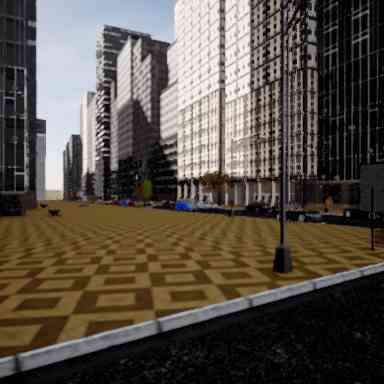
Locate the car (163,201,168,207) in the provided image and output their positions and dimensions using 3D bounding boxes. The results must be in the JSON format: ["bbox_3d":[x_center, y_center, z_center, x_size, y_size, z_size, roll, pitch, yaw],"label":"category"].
[{"bbox_3d":[-5.376,2.654,76.937,1.802,1.307,4.206,-1,-1,-25],"label":"car"}]

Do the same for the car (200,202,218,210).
[{"bbox_3d":[2.329,2.247,54.509,1.895,1.301,4.718,0,-1,-25],"label":"car"}]

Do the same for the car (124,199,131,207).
[{"bbox_3d":[-12.949,2.607,73.348,1.887,1.381,4.507,-1,-1,-25],"label":"car"}]

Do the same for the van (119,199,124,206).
[{"bbox_3d":[-15.362,2.506,78.432,1.690,1.788,3.998,-1,-1,-25],"label":"van"}]

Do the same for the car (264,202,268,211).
[{"bbox_3d":[11.485,1.942,41.361,1.947,1.339,4.313,-1,-1,-25],"label":"car"}]

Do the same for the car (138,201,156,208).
[{"bbox_3d":[-8.132,2.410,63.183,2.008,1.369,4.403,-1,-1,-25],"label":"car"}]

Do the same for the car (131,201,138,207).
[{"bbox_3d":[-10.468,2.482,68.113,1.752,1.417,4.829,-1,-1,-25],"label":"car"}]

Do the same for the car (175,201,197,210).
[{"bbox_3d":[-1.056,2.174,54.464,1.837,1.490,4.892,0,-1,-25],"label":"car"}]

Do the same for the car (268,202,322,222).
[{"bbox_3d":[8.730,1.726,27.606,2.008,1.369,4.403,-1,-1,-25],"label":"car"}]

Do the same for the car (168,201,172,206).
[{"bbox_3d":[-2.396,2.405,64.393,1.994,1.385,4.181,0,-1,-25],"label":"car"}]

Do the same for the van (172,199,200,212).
[{"bbox_3d":[-0.910,1.902,47.939,1.690,1.788,3.998,-1,-1,-25],"label":"van"}]

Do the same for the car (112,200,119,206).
[{"bbox_3d":[-20.175,2.917,88.594,1.887,1.381,4.507,-1,-1,-25],"label":"car"}]

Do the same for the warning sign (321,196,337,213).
[{"bbox_3d":[15.701,1.413,38.078,1.300,1.860,1.060,1,0,-25],"label":"warning sign"}]

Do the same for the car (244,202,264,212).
[{"bbox_3d":[9.077,2.038,46.443,1.947,1.339,4.313,-1,-1,-25],"label":"car"}]

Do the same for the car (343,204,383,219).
[{"bbox_3d":[16.303,1.736,31.196,2.008,1.369,4.403,-1,-1,-25],"label":"car"}]
